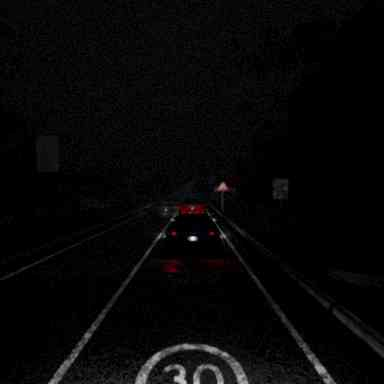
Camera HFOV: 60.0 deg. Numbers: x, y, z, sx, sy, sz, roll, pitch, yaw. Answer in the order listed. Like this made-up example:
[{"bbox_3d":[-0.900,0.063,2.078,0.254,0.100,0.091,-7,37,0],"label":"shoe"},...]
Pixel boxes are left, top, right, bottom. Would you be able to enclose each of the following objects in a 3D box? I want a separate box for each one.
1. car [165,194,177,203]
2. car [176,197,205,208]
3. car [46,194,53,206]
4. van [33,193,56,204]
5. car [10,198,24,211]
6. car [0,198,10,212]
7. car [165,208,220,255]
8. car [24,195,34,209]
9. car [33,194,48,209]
[{"bbox_3d":[-3.323,1.087,53.052,1.812,1.442,4.674,0,1,0],"label":"car"},{"bbox_3d":[0.046,1.262,27.776,2.097,1.767,4.553,0,0,1],"label":"car"},{"bbox_3d":[-22.147,1.413,45.458,4.792,1.488,2.163,0,0,0],"label":"car"},{"bbox_3d":[-22.004,1.152,48.231,4.442,1.987,1.878,0,0,0],"label":"van"},{"bbox_3d":[-22.101,1.401,37.132,4.892,1.521,2.231,0,0,0],"label":"car"},{"bbox_3d":[-22.109,1.405,34.356,5.008,1.535,2.097,0,0,0],"label":"car"},{"bbox_3d":[0.049,1.536,13.250,1.994,1.385,4.181,0,0,1],"label":"car"},{"bbox_3d":[-22.140,1.423,39.906,4.792,1.488,2.163,0,0,0],"label":"car"},{"bbox_3d":[-21.928,1.385,42.681,5.366,1.575,1.946,0,0,0],"label":"car"}]
